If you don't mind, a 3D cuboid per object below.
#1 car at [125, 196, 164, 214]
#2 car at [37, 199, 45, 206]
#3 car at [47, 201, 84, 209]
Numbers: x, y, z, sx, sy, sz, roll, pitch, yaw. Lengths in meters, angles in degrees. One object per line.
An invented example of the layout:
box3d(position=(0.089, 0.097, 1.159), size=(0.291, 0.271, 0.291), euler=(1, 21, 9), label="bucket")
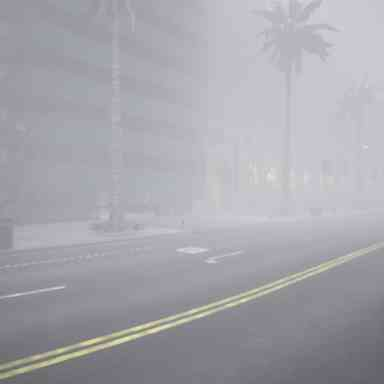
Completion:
box3d(position=(-5.206, 1.457, 39.358), size=(2.435, 2.045, 5.566), euler=(0, -1, 43), label="car")
box3d(position=(-27.386, 1.994, 59.706), size=(2.161, 1.482, 4.786), euler=(0, -1, 43), label="car")
box3d(position=(-19.234, 1.979, 51.442), size=(1.895, 1.301, 4.718), euler=(0, -1, 43), label="car")
